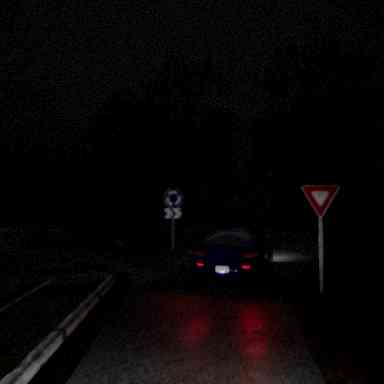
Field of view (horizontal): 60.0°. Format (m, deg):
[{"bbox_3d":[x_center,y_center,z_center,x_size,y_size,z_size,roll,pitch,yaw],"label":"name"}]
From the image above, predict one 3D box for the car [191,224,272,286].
[{"bbox_3d":[1.276,1.644,9.635,1.812,1.442,4.674,0,-2,15],"label":"car"}]
